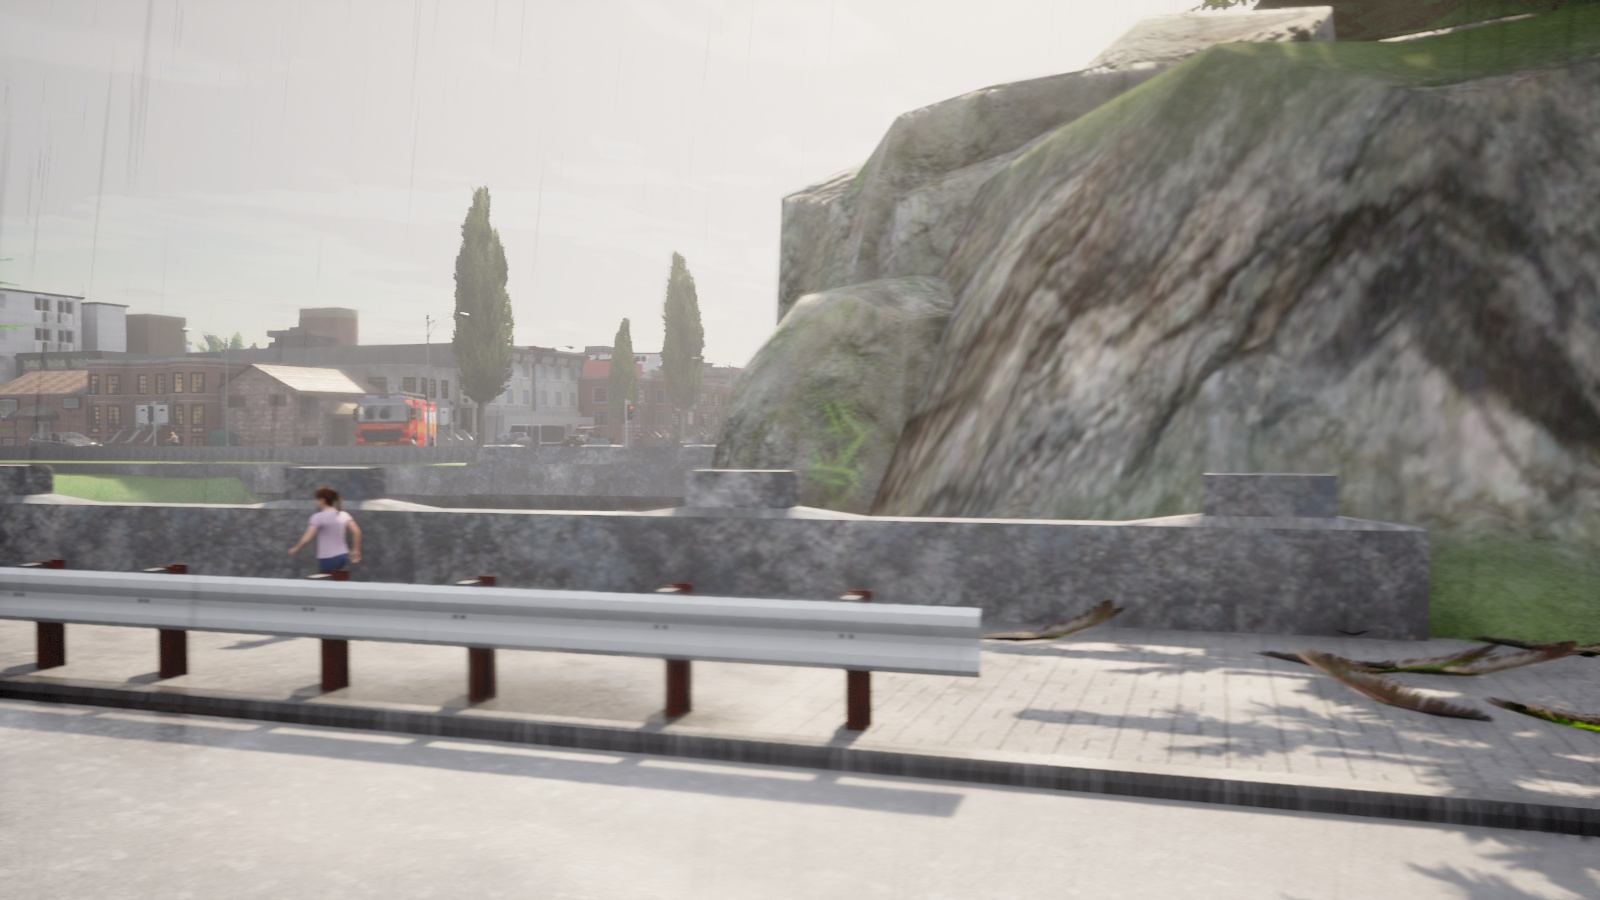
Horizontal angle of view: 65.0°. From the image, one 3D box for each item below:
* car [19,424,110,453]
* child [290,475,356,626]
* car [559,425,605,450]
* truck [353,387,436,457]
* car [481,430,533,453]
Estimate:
[{"bbox_3d":[-43.927,-0.696,75.009,4.611,1.667,2.242,1,1,19],"label":"car"},{"bbox_3d":[-3.607,0.751,9.506,0.394,1.110,0.255,1,1,19],"label":"child"},{"bbox_3d":[-16.658,-0.979,96.066,1.905,1.878,3.866,1,1,19],"label":"car"},{"bbox_3d":[-23.422,-1.596,72.999,2.891,3.827,8.468,0,1,-6],"label":"truck"},{"bbox_3d":[-20.048,-0.613,86.020,1.845,1.501,3.633,1,1,19],"label":"car"}]
